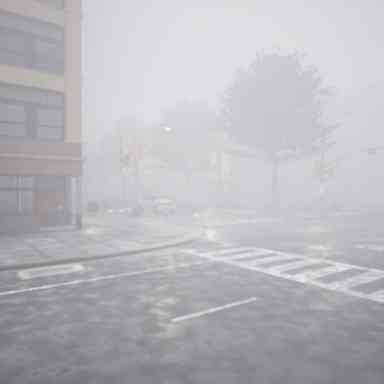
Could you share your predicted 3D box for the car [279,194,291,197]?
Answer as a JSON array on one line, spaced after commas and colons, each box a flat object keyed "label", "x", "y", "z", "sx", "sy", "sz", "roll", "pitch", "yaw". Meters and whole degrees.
[{"label": "car", "x": 18.719, "y": 1.163, "z": 69.497, "sx": 2.002, "sy": 1.452, "sz": 4.674, "roll": 0, "pitch": 0, "yaw": -36}]

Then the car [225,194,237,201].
[{"label": "car", "x": 8.239, "y": 1.269, "z": 76.976, "sx": 2.161, "sy": 1.482, "sz": 4.786, "roll": 0, "pitch": 0, "yaw": -36}]

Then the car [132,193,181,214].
[{"label": "car", "x": -3.827, "y": 1.174, "z": 34.845, "sx": 2.150, "sy": 2.045, "sz": 5.566, "roll": 0, "pitch": 0, "yaw": -36}]

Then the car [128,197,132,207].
[{"label": "car", "x": -9.366, "y": 1.449, "z": 48.641, "sx": 1.837, "sy": 1.490, "sz": 4.892, "roll": 0, "pitch": 0, "yaw": -35}]

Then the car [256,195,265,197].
[{"label": "car", "x": 17.888, "y": 1.285, "z": 83.429, "sx": 1.895, "sy": 1.301, "sz": 4.718, "roll": 0, "pitch": 0, "yaw": -36}]

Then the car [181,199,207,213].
[{"label": "car", "x": -0.599, "y": 1.490, "z": 36.349, "sx": 2.033, "sy": 1.411, "sz": 5.357, "roll": 0, "pitch": 0, "yaw": -36}]

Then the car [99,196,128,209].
[{"label": "car", "x": -10.852, "y": 1.304, "z": 44.674, "sx": 2.097, "sy": 1.767, "sz": 4.553, "roll": 0, "pitch": 0, "yaw": -35}]

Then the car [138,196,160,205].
[{"label": "car", "x": -7.753, "y": 1.425, "z": 60.138, "sx": 1.837, "sy": 1.490, "sz": 4.892, "roll": 0, "pitch": 0, "yaw": -36}]

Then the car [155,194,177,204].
[{"label": "car", "x": -4.896, "y": 1.262, "z": 62.159, "sx": 2.097, "sy": 1.767, "sz": 4.553, "roll": 0, "pitch": 0, "yaw": -36}]
